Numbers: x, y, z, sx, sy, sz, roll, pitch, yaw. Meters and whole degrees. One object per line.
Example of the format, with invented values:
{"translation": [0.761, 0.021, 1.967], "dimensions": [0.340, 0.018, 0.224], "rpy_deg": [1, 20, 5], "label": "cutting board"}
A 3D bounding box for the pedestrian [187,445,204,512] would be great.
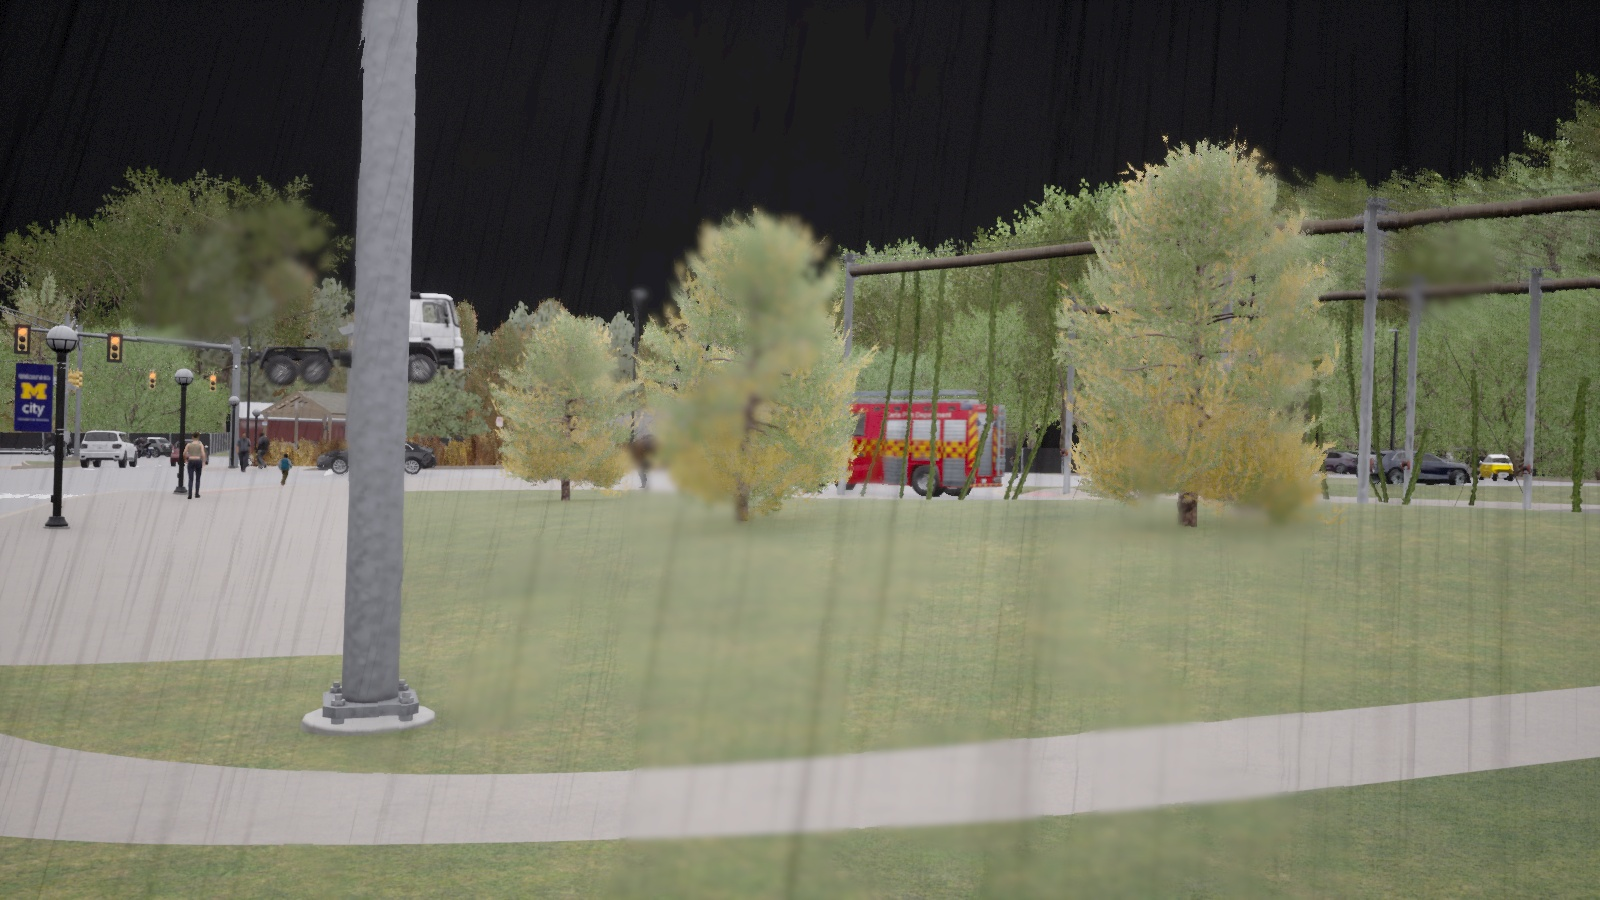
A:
{"translation": [-16.680, 0.771, 34.649], "dimensions": [0.345, 1.836, 0.594], "rpy_deg": [1, 0, -19], "label": "pedestrian"}

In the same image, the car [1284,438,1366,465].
{"translation": [32.215, 0.102, 77.119], "dimensions": [1.816, 1.474, 4.193], "rpy_deg": [-1, -1, -41], "label": "car"}

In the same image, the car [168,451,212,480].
{"translation": [-36.863, 0.900, 75.986], "dimensions": [1.851, 1.617, 3.988], "rpy_deg": [-1, 1, -19], "label": "car"}

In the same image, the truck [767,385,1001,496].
{"translation": [3.041, -0.321, 47.191], "dimensions": [8.468, 3.827, 2.891], "rpy_deg": [0, 0, 35], "label": "truck"}

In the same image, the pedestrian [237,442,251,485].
{"translation": [-24.099, 0.580, 54.464], "dimensions": [0.540, 1.848, 0.694], "rpy_deg": [1, 0, -24], "label": "pedestrian"}

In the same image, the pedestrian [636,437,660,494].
{"translation": [-4.989, 0.504, 41.188], "dimensions": [0.720, 1.854, 0.376], "rpy_deg": [1, 1, 45], "label": "pedestrian"}

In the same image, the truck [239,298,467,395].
{"translation": [-17.336, -4.056, 48.910], "dimensions": [7.936, 3.462, 2.891], "rpy_deg": [-4, 4, -22], "label": "truck"}

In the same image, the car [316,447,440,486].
{"translation": [-18.054, 0.697, 53.746], "dimensions": [4.892, 1.490, 1.837], "rpy_deg": [-1, 1, -20], "label": "car"}

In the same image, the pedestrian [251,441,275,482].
{"translation": [-25.033, 0.535, 58.538], "dimensions": [0.849, 1.883, 0.563], "rpy_deg": [1, 0, 12], "label": "pedestrian"}

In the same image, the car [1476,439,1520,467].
{"translation": [36.065, 0.130, 64.929], "dimensions": [1.481, 1.376, 2.207], "rpy_deg": [0, 1, 14], "label": "car"}

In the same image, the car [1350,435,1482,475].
{"translation": [26.813, 0.207, 54.706], "dimensions": [4.856, 1.649, 2.033], "rpy_deg": [0, 1, -9], "label": "car"}

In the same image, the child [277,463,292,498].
{"translation": [-17.845, 1.046, 43.475], "dimensions": [0.343, 1.192, 0.448], "rpy_deg": [1, 0, -3], "label": "child"}

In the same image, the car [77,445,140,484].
{"translation": [-38.546, 0.798, 70.137], "dimensions": [2.150, 2.045, 5.566], "rpy_deg": [-1, 0, -19], "label": "car"}
